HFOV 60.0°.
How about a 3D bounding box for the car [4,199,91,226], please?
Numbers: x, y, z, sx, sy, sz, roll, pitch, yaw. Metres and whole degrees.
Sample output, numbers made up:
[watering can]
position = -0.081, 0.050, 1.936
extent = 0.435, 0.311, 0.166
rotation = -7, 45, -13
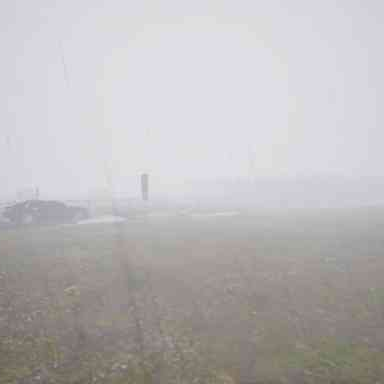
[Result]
[car]
position = -8.694, 1.181, 20.340
extent = 4.892, 1.490, 1.837
rotation = -1, 0, -34
